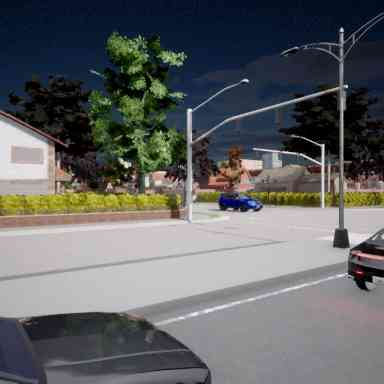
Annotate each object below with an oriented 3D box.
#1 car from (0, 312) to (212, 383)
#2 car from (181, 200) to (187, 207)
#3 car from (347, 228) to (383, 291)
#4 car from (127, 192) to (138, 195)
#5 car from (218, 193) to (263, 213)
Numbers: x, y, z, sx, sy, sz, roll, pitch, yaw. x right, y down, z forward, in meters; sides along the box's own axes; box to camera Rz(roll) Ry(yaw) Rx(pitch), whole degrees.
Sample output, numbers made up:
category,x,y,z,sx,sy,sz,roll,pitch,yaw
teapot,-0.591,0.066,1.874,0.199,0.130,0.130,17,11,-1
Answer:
category,x,y,z,sx,sy,sz,roll,pitch,yaw
car,-2.361,1.543,2.060,5.357,1.411,2.033,0,0,-36
car,-2.819,1.427,47.641,2.033,1.411,5.357,0,0,-36
car,5.573,1.474,7.720,4.902,1.511,2.128,0,0,-35
car,-9.412,1.077,56.801,2.150,2.045,5.566,0,0,-36
car,5.213,1.130,36.461,2.150,2.045,5.566,0,0,-35
